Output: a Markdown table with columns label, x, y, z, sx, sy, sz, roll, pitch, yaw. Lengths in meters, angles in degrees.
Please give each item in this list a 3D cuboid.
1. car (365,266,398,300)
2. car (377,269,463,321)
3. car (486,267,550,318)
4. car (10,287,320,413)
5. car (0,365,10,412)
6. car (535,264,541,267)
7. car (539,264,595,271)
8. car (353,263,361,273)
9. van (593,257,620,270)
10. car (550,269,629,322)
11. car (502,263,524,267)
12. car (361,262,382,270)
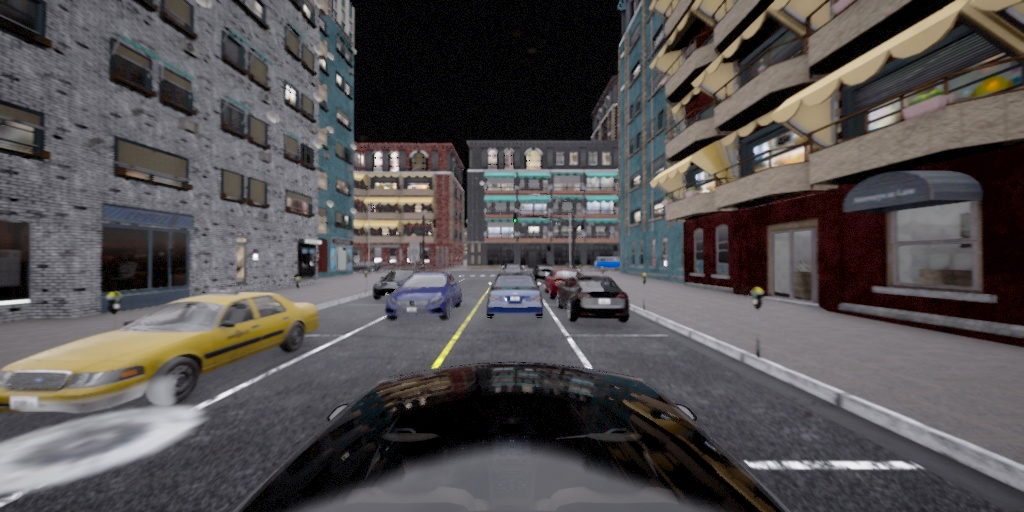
| label | x | y | z | sx | sy | sz | roll | pitch | yaw |
| --- | --- | --- | --- | --- | --- | --- | --- | --- | --- |
| car | -5.280 | 1.294 | 17.597 | 1.948 | 1.339 | 4.313 | 0 | 0 | 0 |
| car | -2.848 | 1.259 | 12.514 | 1.812 | 1.442 | 4.674 | 0 | 0 | 0 |
| car | 0.093 | 1.280 | 12.895 | 2.033 | 1.411 | 5.357 | 0 | 0 | 0 |
| car | -5.294 | 1.268 | 6.298 | 1.751 | 1.417 | 4.829 | 0 | 0 | 0 |
| car | -5.305 | 1.277 | 0.734 | 1.751 | 1.417 | 4.829 | 0 | 0 | 0 |
| car | 2.568 | 1.285 | 28.748 | 1.948 | 1.339 | 4.313 | 0 | 0 | 0 |
| car | 2.567 | 1.273 | 17.621 | 1.888 | 1.381 | 4.507 | 0 | 0 | 0 |
| car | -19.651 | 1.224 | 40.137 | 4.097 | 1.591 | 1.967 | 0 | 0 | 0 |
| van | 13.092 | 0.996 | 48.318 | 3.998 | 1.789 | 1.690 | 0 | 0 | 0 |
| car | 2.567 | 1.300 | 12.056 | 1.948 | 1.339 | 4.313 | 0 | 0 | 0 |
| car | 0.094 | 1.282 | 29.011 | 1.994 | 1.385 | 4.181 | 0 | 0 | 0 |
| car | -19.693 | 1.416 | 48.276 | 4.403 | 1.370 | 2.007 | 0 | 0 | 0 |
